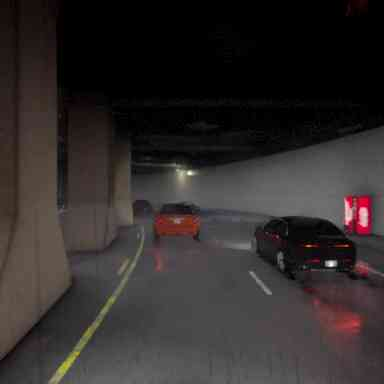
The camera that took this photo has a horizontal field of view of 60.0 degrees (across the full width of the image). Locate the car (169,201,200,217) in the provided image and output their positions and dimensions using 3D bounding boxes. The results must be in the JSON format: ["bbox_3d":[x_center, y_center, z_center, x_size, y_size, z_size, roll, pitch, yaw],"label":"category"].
[{"bbox_3d":[-0.857,1.603,32.940,1.895,1.301,4.718,0,0,-17],"label":"car"}]

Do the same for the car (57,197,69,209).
[{"bbox_3d":[-17.780,1.510,45.382,1.837,1.490,4.892,0,-1,-30],"label":"car"}]

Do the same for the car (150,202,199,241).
[{"bbox_3d":[-0.931,1.353,17.066,2.097,1.767,4.553,0,0,-7],"label":"car"}]

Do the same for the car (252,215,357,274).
[{"bbox_3d":[3.266,1.505,10.571,1.837,1.490,4.892,0,0,-3],"label":"car"}]

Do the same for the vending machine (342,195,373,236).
[{"bbox_3d":[8.591,1.196,17.293,1.100,2.100,0.880,0,0,-7],"label":"vending machine"}]

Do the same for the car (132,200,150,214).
[{"bbox_3d":[-5.380,1.528,35.294,1.812,1.442,4.674,0,0,-19],"label":"car"}]
